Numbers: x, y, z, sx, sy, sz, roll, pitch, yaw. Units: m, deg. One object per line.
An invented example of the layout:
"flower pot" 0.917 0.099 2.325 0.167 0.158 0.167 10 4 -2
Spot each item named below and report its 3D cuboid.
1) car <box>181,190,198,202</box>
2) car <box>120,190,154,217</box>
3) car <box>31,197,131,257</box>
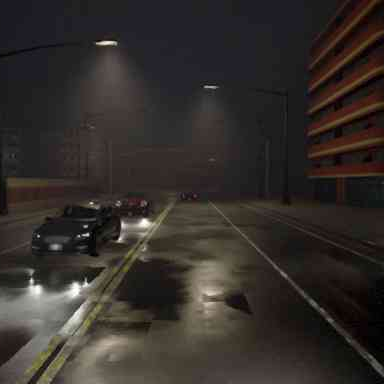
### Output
"car" -0.265 0.451 37.752 1.895 1.301 4.718 0 2 0
"car" -3.790 0.667 22.508 2.097 1.767 4.553 0 2 0
"car" -3.695 1.143 11.397 2.128 1.511 4.902 0 2 -1
